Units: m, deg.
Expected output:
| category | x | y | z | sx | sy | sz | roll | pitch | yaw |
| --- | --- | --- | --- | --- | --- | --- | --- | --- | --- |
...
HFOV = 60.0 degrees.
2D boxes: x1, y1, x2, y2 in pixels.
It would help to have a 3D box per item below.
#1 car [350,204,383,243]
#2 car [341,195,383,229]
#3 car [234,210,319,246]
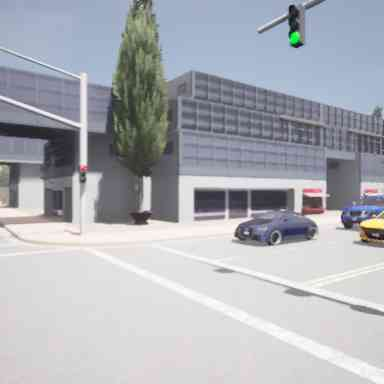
| category | x | y | z | sx | sy | sz | roll | pitch | yaw |
| --- | --- | --- | --- | --- | --- | --- | --- | --- | --- |
| car | 9.525 | 1.480 | 15.013 | 5.008 | 1.535 | 1.882 | 0 | 0 | -35 |
| car | 11.622 | 1.225 | 20.753 | 5.566 | 2.045 | 2.150 | 0 | 0 | -35 |
| car | 3.961 | 1.566 | 15.386 | 4.181 | 1.385 | 1.994 | 0 | 0 | -35 |
